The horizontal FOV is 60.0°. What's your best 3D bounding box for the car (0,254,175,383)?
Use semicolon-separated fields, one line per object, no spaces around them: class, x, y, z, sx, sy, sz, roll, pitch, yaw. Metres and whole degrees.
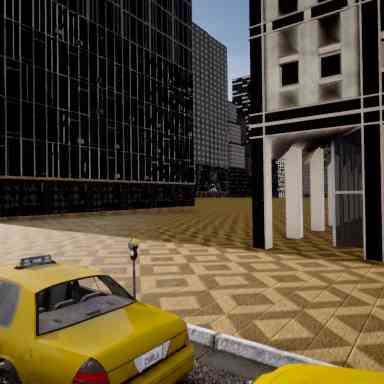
car;-2.256;1.527;4.487;4.829;1.417;1.752;0;-1;35

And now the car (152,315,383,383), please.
car;2.247;1.525;1.291;4.829;1.417;1.752;0;-1;35
